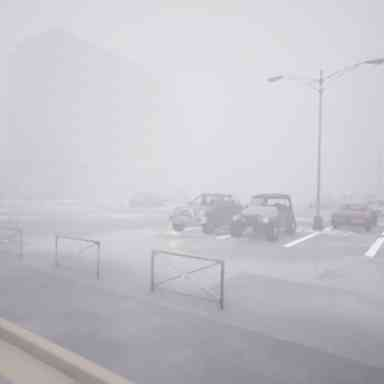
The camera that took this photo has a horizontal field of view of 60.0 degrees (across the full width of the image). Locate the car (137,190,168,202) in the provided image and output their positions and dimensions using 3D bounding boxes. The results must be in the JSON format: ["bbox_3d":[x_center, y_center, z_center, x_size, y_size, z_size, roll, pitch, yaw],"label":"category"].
[{"bbox_3d":[-5.957,0.582,50.414,2.097,1.767,4.553,2,1,34],"label":"car"}]

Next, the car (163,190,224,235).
[{"bbox_3d":[0.913,0.956,16.447,1.932,1.855,4.605,2,1,34],"label":"car"}]

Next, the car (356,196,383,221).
[{"bbox_3d":[15.293,1.315,27.747,1.970,1.475,3.806,2,1,34],"label":"car"}]

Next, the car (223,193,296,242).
[{"bbox_3d":[3.280,1.025,14.782,1.905,1.878,3.866,2,1,34],"label":"car"}]

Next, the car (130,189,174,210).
[{"bbox_3d":[-4.196,0.817,34.076,2.097,1.767,4.553,2,1,34],"label":"car"}]

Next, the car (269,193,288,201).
[{"bbox_3d":[17.096,0.986,65.821,2.128,1.511,4.902,2,1,34],"label":"car"}]
